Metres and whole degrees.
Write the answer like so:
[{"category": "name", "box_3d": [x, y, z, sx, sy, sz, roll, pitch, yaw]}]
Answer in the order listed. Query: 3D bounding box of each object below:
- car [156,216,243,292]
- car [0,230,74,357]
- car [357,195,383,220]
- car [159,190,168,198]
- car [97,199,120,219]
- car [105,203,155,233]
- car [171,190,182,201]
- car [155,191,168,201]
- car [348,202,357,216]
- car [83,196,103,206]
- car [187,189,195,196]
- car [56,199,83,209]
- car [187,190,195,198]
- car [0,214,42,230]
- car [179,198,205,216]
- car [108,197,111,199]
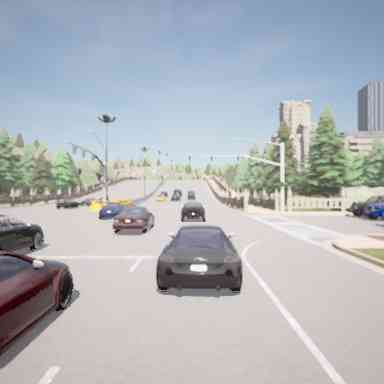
[{"category": "car", "box_3d": [0.244, 1.584, 9.032, 1.994, 1.385, 4.181, 0, 0, 3]}, {"category": "car", "box_3d": [-3.401, 1.576, 5.121, 1.994, 1.385, 4.181, 0, 0, 0]}, {"category": "car", "box_3d": [16.963, 1.283, 27.057, 5.566, 2.045, 2.150, 0, 0, -4]}, {"category": "car", "box_3d": [-7.174, 0.427, 84.836, 1.882, 1.535, 5.008, 0, 7, 0]}, {"category": "car", "box_3d": [-6.905, 1.632, 29.759, 1.994, 1.385, 4.181, 0, 0, 0]}, {"category": "car", "box_3d": [-3.404, 1.593, 20.118, 2.033, 1.411, 5.357, 0, 0, 0]}, {"category": "car", "box_3d": [-3.617, 1.073, 74.802, 2.097, 1.767, 4.553, 0, 3, 0]}, {"category": "car", "box_3d": [-7.117, 1.194, 74.819, 1.882, 1.535, 5.008, 0, 3, 0]}, {"category": "car", "box_3d": [17.407, 1.291, 30.509, 5.566, 2.045, 2.150, 0, 0, 0]}, {"category": "car", "box_3d": [-17.520, 1.677, 57.115, 2.033, 1.411, 5.357, 0, 0, 0]}, {"category": "car", "box_3d": [-0.189, 0.229, 87.522, 1.994, 1.385, 4.181, 0, 7, 0]}, {"category": "car", "box_3d": [-17.578, 1.708, 47.240, 1.895, 1.301, 4.718, 0, 0, 0]}, {"category": "car", "box_3d": [-0.135, 1.016, 77.971, 1.837, 1.490, 4.892, 0, 4, 0]}, {"category": "car", "box_3d": [-6.902, 1.518, 11.494, 2.128, 1.511, 4.902, 0, 0, 0]}, {"category": "car", "box_3d": [0.096, 1.541, 28.012, 1.882, 1.535, 5.008, 0, 0, 0]}, {"category": "car", "box_3d": [-17.573, 1.556, 67.061, 1.812, 1.442, 4.674, 0, 1, 0]}]
